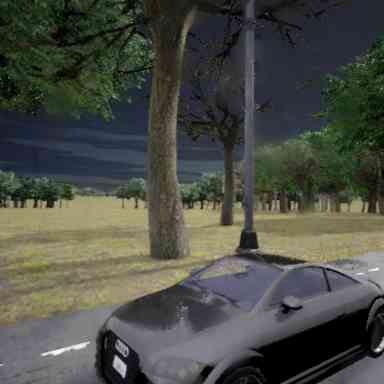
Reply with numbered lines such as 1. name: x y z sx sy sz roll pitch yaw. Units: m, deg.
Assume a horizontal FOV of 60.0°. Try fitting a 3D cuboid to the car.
1. car: 0.898 1.583 4.508 4.181 1.385 1.994 0 0 -35
